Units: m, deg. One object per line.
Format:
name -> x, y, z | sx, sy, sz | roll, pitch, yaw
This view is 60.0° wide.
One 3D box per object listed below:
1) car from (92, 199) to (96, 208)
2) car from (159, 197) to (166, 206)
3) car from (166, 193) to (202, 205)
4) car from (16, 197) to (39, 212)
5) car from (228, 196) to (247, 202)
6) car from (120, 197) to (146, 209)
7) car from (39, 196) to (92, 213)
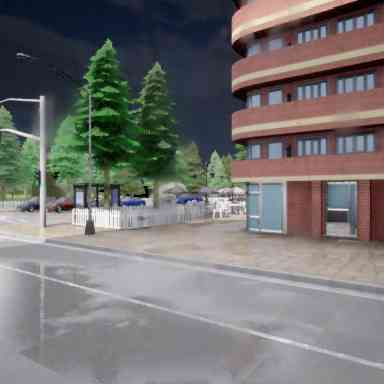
car -> -12.108, 1.508, 44.237 | 1.994, 1.385, 4.181 | 0, 0, 35
car -> -3.897, 1.450, 54.159 | 4.892, 1.490, 1.837 | 0, 0, -44
car -> -0.818, 1.168, 52.375 | 5.566, 2.045, 2.150 | 0, 0, -43
car -> -17.144, 1.296, 37.267 | 2.097, 1.767, 4.553 | 0, 0, 35
car -> 8.912, 1.524, 63.253 | 4.181, 1.385, 1.994 | 0, 0, -25
car -> -8.250, 1.422, 43.572 | 1.882, 1.535, 5.008 | 0, 0, 37
car -> -13.660, 1.296, 36.129 | 2.097, 1.767, 4.553 | 0, 0, 36
